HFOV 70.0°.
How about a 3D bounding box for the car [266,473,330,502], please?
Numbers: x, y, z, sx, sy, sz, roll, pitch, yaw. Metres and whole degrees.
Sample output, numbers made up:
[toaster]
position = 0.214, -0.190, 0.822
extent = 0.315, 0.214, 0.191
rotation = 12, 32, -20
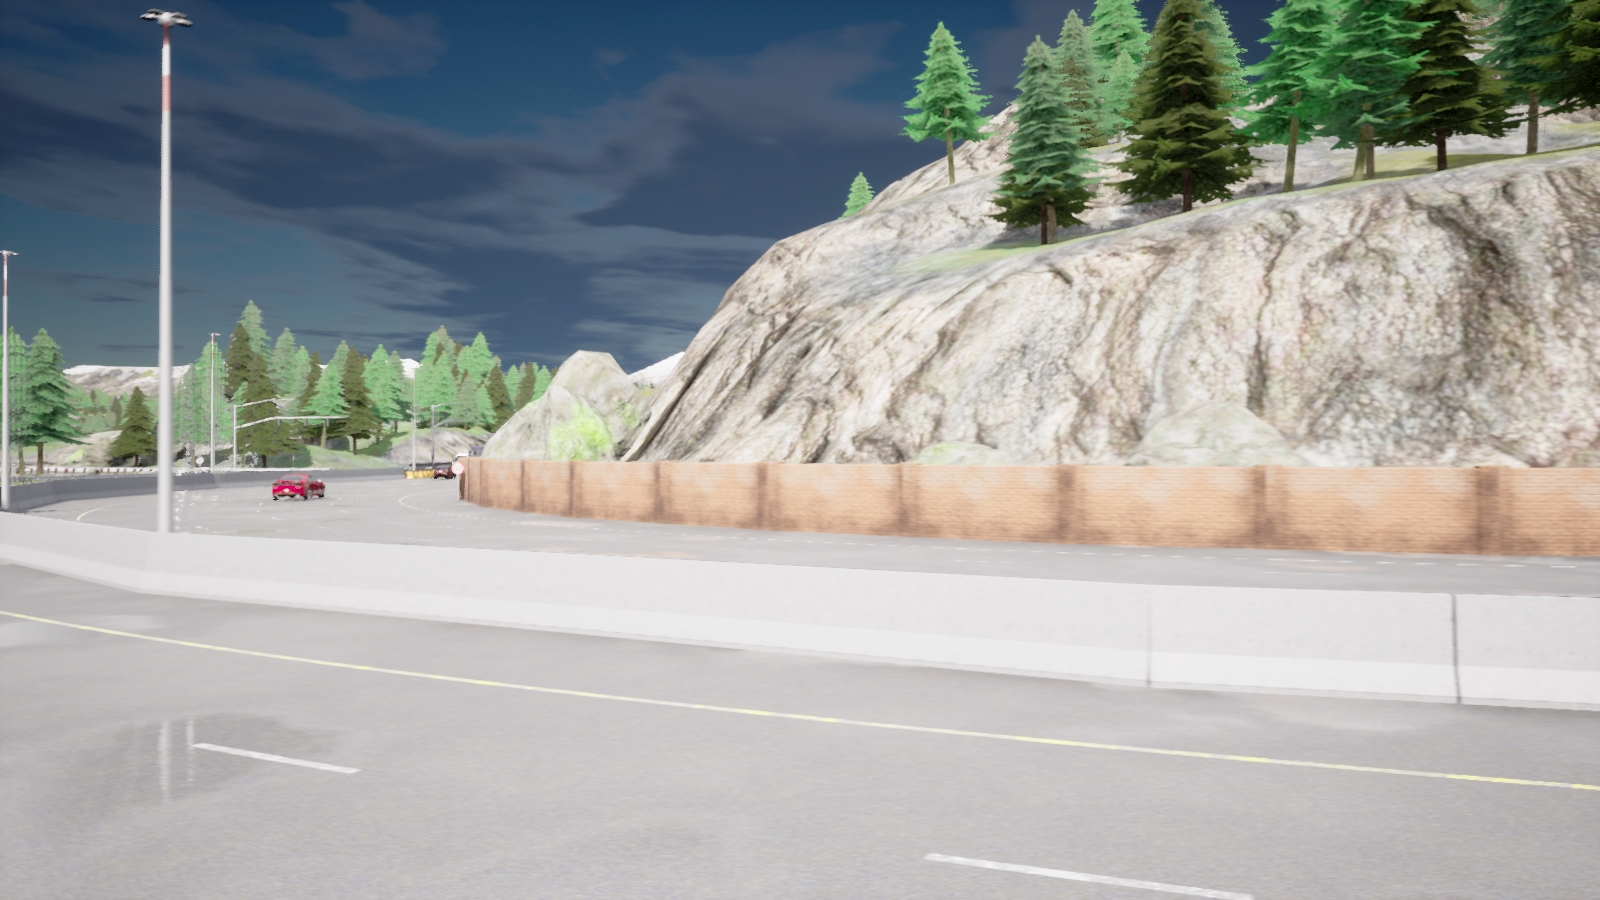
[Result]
[car]
position = -29.149, 2.132, 66.524
extent = 2.097, 1.535, 5.006
rotation = 0, 0, -8
